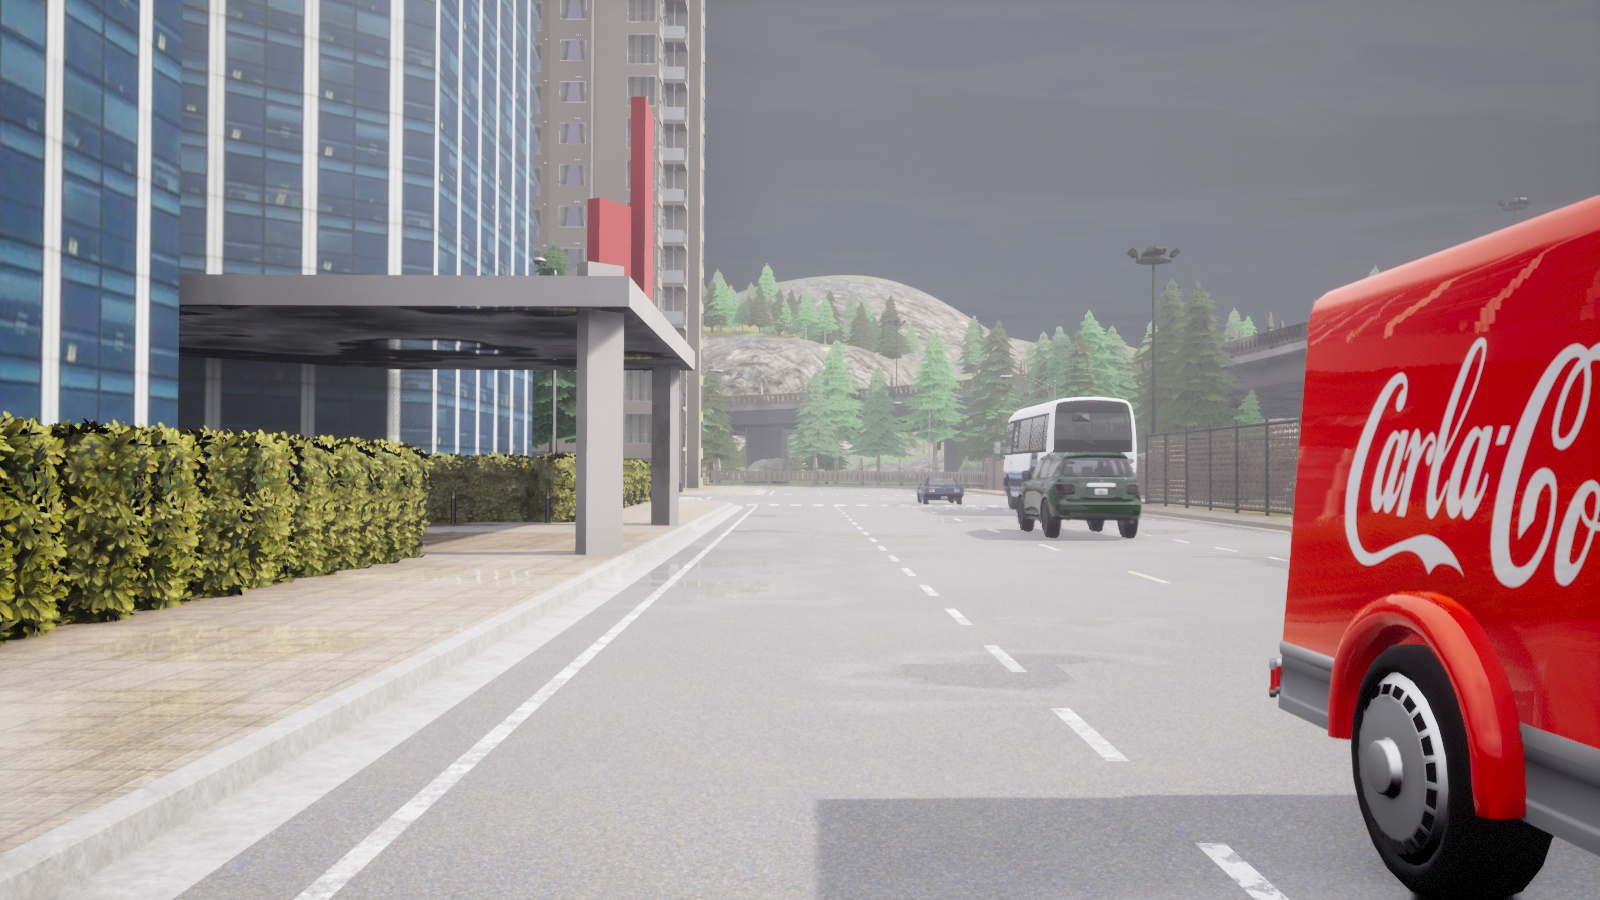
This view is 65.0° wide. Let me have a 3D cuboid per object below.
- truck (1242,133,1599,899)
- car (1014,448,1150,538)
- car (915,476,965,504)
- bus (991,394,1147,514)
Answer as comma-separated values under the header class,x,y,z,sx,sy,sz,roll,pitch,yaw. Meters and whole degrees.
class,x,y,z,sx,sy,sz,roll,pitch,yaw
truck,3.488,0.371,3.520,2.627,2.467,5.204,0,-1,0
car,6.911,1.033,31.476,2.150,2.045,5.566,0,-1,0
car,6.837,1.950,61.726,1.895,1.301,4.718,0,-1,0
bus,10.362,0.232,49.859,3.944,4.253,10.273,0,-1,0
